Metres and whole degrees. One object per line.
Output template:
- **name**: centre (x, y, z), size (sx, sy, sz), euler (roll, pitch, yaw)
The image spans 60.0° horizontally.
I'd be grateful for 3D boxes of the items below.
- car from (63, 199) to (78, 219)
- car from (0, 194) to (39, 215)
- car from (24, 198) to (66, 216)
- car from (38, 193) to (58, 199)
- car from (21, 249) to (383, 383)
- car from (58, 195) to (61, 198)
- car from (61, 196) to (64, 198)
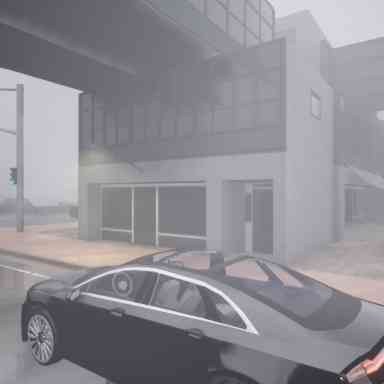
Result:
- **car**: centre (-7.852, 1.477, 28.071), size (1.882, 1.535, 5.008), euler (0, 0, 36)
- **car**: centre (-17.924, 1.352, 32.439), size (2.097, 1.767, 4.553), euler (0, 0, 36)
- **car**: centre (-13.426, 1.601, 32.665), size (1.895, 1.301, 4.718), euler (0, 0, 36)
- **car**: centre (-30.613, 1.153, 69.413), size (4.605, 1.855, 1.932), euler (0, 0, 35)
- **car**: centre (-0.235, 1.492, 4.160), size (4.902, 1.511, 2.128), euler (0, 0, 35)
- **car**: centre (-28.886, 1.364, 71.739), size (3.905, 1.438, 1.784), euler (0, 0, 35)
- **car**: centre (-12.587, 1.478, 39.671), size (1.882, 1.535, 5.008), euler (0, 0, 37)
